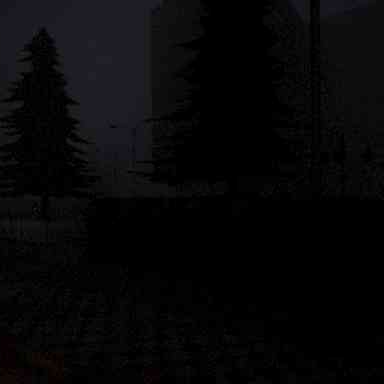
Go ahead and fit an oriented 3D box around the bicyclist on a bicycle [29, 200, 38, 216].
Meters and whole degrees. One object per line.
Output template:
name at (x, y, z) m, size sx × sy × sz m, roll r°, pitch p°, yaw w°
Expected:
bicyclist on a bicycle at (-15.845, 1.653, 33.320) m, size 1.656 × 1.620 × 0.582 m, roll -1°, pitch -1°, yaw 36°
